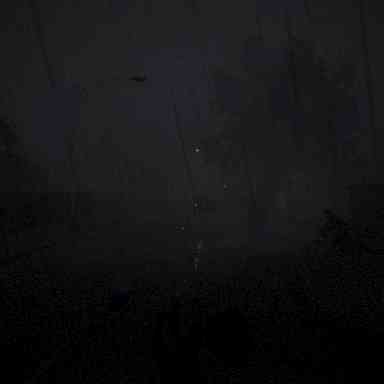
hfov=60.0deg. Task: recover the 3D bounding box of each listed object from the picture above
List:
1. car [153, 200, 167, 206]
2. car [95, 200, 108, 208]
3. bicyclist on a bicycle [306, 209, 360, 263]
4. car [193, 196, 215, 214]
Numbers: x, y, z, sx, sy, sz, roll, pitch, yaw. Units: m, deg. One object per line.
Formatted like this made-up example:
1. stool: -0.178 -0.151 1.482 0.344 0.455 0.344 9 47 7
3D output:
1. car: -2.967 1.022 28.370 2.128 1.511 4.902 1 0 2
2. car: -11.615 1.143 34.803 5.357 1.415 2.033 1 0 5
3. bicyclist on a bicycle: 4.281 1.352 10.082 1.656 1.620 0.582 1 0 2
4. car: 1.267 1.254 33.476 2.097 1.767 4.553 1 0 3
